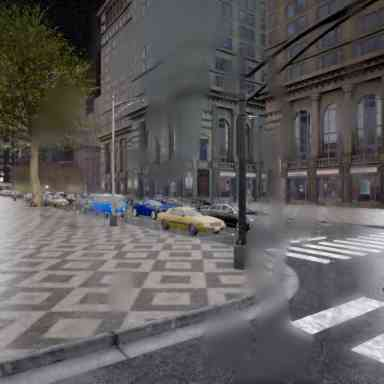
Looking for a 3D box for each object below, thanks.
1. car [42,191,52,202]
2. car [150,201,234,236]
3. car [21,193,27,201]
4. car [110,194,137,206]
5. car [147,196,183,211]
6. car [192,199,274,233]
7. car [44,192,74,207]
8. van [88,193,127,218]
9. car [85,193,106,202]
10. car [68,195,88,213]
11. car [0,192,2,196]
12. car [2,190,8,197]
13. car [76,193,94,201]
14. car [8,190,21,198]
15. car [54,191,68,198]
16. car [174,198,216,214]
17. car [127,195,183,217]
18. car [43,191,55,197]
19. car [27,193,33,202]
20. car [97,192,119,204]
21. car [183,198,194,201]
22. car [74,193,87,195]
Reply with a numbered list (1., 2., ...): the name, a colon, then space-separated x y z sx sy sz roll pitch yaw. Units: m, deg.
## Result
1. car: -19.720 0.992 45.480 2.008 1.369 4.403 1 0 -35
2. car: -0.176 1.398 17.802 1.752 1.417 4.829 1 0 -35
3. car: -26.202 0.830 54.656 2.008 1.369 4.403 1 0 -35
4. car: -9.520 1.073 45.815 2.008 1.369 4.403 1 0 -35
5. car: -3.037 1.223 36.636 1.887 1.381 4.507 1 0 -35
6. car: 2.385 1.370 18.789 2.128 1.511 4.902 0 1 -36
7. car: -16.382 1.051 40.753 1.752 1.417 4.829 1 0 -35
8. van: -6.755 1.091 27.122 1.690 1.788 3.998 1 0 -35
9. car: -16.001 0.910 54.991 2.008 1.369 4.403 1 0 -35
10. car: -9.997 1.230 31.711 2.008 1.369 4.403 1 0 -35
11. car: -45.645 0.254 82.186 1.967 1.590 4.097 1 0 -35
12. car: -42.404 0.330 77.597 1.967 1.590 4.097 1 0 -35
13. car: -19.242 0.860 59.579 1.802 1.307 4.206 1 0 -35
14. car: -35.922 0.483 68.420 1.967 1.590 4.097 1 0 -35
15. car: -28.963 0.587 73.342 1.887 1.381 4.507 1 0 -35
16. car: 0.202 1.315 32.048 1.947 1.339 4.313 1 0 -35
17. car: -3.057 1.258 26.485 1.882 1.535 5.008 0 1 -35
18. car: -35.445 0.471 82.518 1.802 1.307 4.206 1 0 -35
19. car: -22.961 0.910 50.068 2.008 1.369 4.403 1 0 -35
20. car: -12.759 0.880 50.403 1.967 1.590 4.097 1 0 -35
21. car: -1.551 1.249 29.897 2.128 1.511 4.902 0 1 -35
22. car: -14.843 1.013 43.252 1.837 1.490 4.892 0 1 -35
